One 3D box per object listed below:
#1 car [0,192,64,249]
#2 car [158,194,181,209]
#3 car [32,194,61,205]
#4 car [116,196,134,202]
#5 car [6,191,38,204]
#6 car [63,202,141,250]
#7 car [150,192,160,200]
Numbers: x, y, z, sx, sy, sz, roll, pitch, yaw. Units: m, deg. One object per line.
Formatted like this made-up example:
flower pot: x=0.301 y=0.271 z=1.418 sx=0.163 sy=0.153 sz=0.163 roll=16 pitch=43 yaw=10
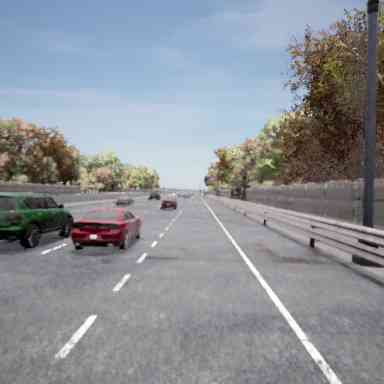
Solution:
car: x=-6.841 y=1.047 z=13.801 sx=2.150 sy=2.045 sz=5.566 roll=1 pitch=0 yaw=1
car: x=-2.873 y=1.402 z=43.378 sx=1.882 sy=1.535 sz=5.008 roll=1 pitch=0 yaw=1
car: x=-20.322 y=0.990 z=46.612 sx=1.837 sy=1.490 sz=4.892 roll=1 pitch=0 yaw=1
car: x=-9.783 y=1.294 z=48.903 sx=2.033 sy=1.411 sz=5.357 roll=1 pitch=0 yaw=1
car: x=-23.808 y=0.739 z=46.887 sx=2.097 sy=1.767 sz=4.553 roll=1 pitch=0 yaw=1
car: x=-3.345 y=1.392 z=13.891 sx=1.882 sy=1.535 sz=5.008 roll=1 pitch=0 yaw=1
car: x=-9.228 y=0.985 z=82.969 sx=2.150 sy=2.045 sz=5.566 roll=1 pitch=0 yaw=1
